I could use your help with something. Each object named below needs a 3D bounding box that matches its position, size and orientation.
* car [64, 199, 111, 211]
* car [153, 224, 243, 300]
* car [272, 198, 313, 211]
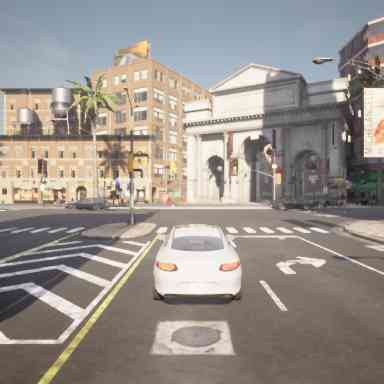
[{"bbox_3d":[-12.676,1.545,40.690,5.357,1.411,2.033,0,0,1],"label":"car"},{"bbox_3d":[0.111,1.525,8.256,1.812,1.442,4.674,0,0,0],"label":"car"},{"bbox_3d":[12.187,1.505,40.438,4.892,1.490,1.837,1,0,1],"label":"car"}]
